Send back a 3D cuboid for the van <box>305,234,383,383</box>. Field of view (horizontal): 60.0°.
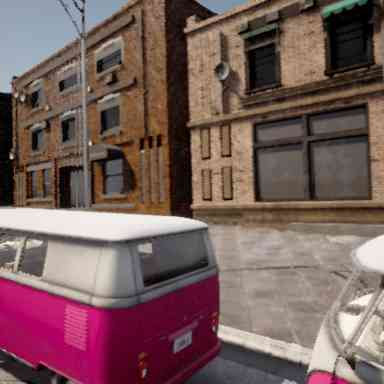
[{"bbox_3d":[2.653,1.251,1.424,4.442,1.987,1.878,0,0,35],"label":"van"}]

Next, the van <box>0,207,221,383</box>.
[{"bbox_3d":[-1.862,1.262,4.645,4.442,1.987,1.878,0,0,36],"label":"van"}]
